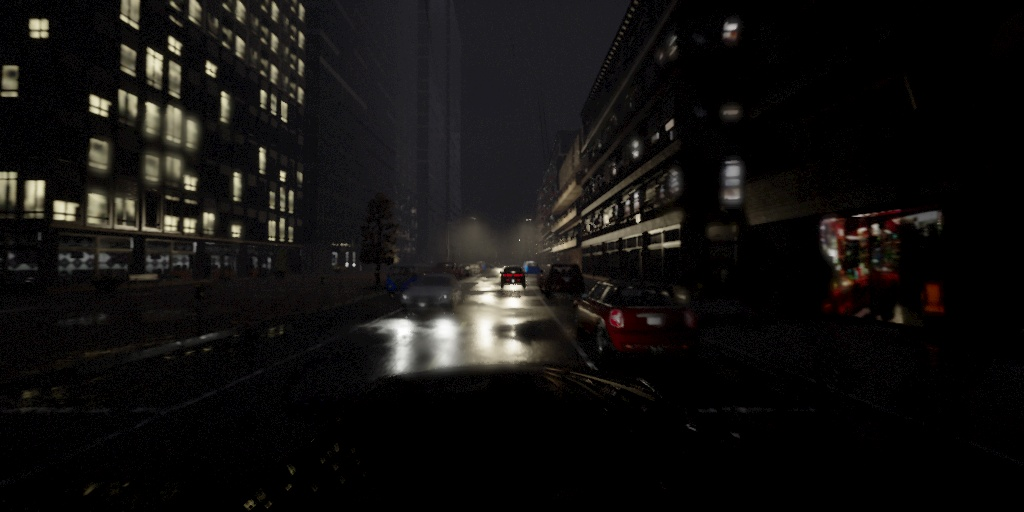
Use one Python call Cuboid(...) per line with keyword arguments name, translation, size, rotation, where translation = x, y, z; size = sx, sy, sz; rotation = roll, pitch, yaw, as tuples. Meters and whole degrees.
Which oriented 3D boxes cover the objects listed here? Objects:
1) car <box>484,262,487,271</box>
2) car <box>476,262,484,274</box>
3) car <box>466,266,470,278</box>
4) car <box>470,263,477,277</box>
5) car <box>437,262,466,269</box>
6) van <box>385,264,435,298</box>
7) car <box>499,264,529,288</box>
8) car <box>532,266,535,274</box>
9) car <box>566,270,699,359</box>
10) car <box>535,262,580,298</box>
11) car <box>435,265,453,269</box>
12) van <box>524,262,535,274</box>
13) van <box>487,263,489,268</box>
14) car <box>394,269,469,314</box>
Cuboid(name="car", translation=(-5.695, 2.070, 59.506), size=(1.802, 1.307, 4.207), rotation=(0, 0, 0))
Cuboid(name="car", translation=(-5.695, 1.970, 53.861), size=(2.007, 1.370, 4.403), rotation=(0, 0, 0))
Cuboid(name="car", translation=(-5.694, 1.791, 36.922), size=(1.802, 1.307, 4.207), rotation=(0, 0, 0))
Cuboid(name="car", translation=(-5.694, 1.845, 42.569), size=(1.948, 1.339, 4.313), rotation=(0, 0, 0))
Cuboid(name="car", translation=(-5.693, 1.453, 31.277), size=(2.192, 1.841, 5.009), rotation=(0, 0, 0))
Cuboid(name="van", translation=(-5.692, 1.333, 19.984), size=(1.690, 1.789, 3.998), rotation=(0, 0, 0))
Cuboid(name="car", translation=(0.091, 1.596, 27.846), size=(1.837, 1.490, 4.892), rotation=(0, -2, 0))
Cuboid(name="car", translation=(2.689, 1.611, 25.656), size=(1.888, 1.381, 4.507), rotation=(0, 0, 0))
Cuboid(name="car", translation=(2.690, 1.284, 8.716), size=(1.967, 1.591, 4.097), rotation=(0, 0, 0))
Cuboid(name="car", translation=(2.689, 1.308, 20.007), size=(2.192, 1.841, 5.009), rotation=(0, 0, 0))
Cuboid(name="car", translation=(-5.692, 1.611, 25.631), size=(1.888, 1.381, 4.507), rotation=(0, 0, 0))
Cuboid(name="van", translation=(2.686, 1.690, 48.239), size=(1.690, 1.789, 3.998), rotation=(0, 0, 0))
Cuboid(name="van", translation=(-5.696, 1.897, 65.152), size=(1.690, 1.789, 3.998), rotation=(0, 0, 0))
Cuboid(name="car", translation=(-3.101, 1.450, 14.794), size=(1.812, 1.442, 4.674), rotation=(0, -1, 0))
